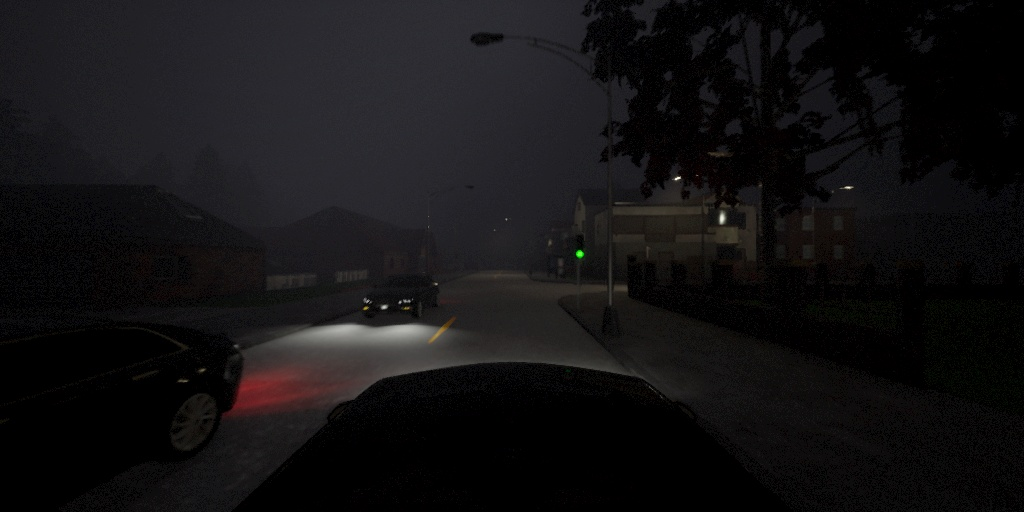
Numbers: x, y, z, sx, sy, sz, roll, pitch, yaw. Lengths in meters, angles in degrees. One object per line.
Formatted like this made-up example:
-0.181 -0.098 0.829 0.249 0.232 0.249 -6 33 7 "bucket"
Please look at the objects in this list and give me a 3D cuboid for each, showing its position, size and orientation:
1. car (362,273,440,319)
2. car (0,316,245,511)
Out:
-4.017 1.412 13.734 1.837 1.490 4.892 0 -1 0 "car"
-4.089 1.260 2.231 1.837 1.490 4.892 0 -1 0 "car"
